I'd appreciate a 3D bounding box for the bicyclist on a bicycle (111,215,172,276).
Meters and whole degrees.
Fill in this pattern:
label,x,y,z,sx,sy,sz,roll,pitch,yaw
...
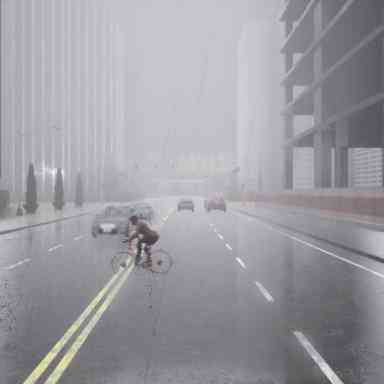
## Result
label,x,y,z,sx,sy,sz,roll,pitch,yaw
bicyclist on a bicycle,-1.373,1.455,8.964,1.656,1.620,0.582,-2,0,-1

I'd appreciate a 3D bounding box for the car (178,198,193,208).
label,x,y,z,sx,sy,sz,roll,pitch,yaw
car,-0.949,1.564,48.488,1.994,1.385,4.181,0,0,-1

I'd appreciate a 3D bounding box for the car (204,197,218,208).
label,x,y,z,sx,sy,sz,roll,pitch,yaw
car,2.734,1.505,48.345,1.837,1.490,4.892,0,0,2

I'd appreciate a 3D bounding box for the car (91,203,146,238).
label,x,y,z,sx,sy,sz,roll,pitch,yaw
car,-3.935,1.492,17.709,2.128,1.511,4.902,0,0,-1

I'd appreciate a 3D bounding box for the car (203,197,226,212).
label,x,y,z,sx,sy,sz,roll,pitch,yaw
car,2.780,1.352,39.141,2.097,1.767,4.553,0,0,-1

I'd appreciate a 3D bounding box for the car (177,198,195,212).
label,x,y,z,sx,sy,sz,roll,pitch,yaw
car,-0.722,1.491,39.254,2.128,1.511,4.902,0,0,-1

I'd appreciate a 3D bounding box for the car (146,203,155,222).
label,x,y,z,sx,sy,sz,roll,pitch,yaw
car,-4.015,1.586,25.911,1.994,1.385,4.181,0,0,-1
